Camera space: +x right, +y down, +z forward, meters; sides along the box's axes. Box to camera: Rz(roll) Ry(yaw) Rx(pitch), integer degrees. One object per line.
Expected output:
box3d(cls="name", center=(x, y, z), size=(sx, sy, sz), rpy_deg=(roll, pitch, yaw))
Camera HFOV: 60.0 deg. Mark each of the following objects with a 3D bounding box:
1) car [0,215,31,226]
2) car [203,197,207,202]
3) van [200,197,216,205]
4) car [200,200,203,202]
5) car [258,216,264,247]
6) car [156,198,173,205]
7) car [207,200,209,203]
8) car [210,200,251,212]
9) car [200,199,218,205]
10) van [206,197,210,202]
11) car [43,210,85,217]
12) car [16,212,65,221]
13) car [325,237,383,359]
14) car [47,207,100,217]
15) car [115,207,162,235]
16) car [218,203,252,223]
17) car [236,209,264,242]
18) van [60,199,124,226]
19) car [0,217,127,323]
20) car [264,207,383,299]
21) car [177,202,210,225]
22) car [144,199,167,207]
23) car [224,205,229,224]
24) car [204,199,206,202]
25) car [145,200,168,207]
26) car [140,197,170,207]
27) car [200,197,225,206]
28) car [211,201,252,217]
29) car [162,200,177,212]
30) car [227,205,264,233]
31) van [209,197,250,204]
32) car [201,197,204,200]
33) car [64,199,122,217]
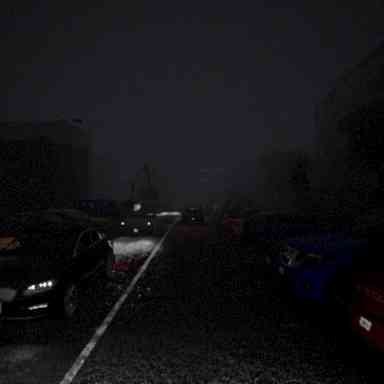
box3d(cls="car", center=(-7.868, 1.570, 9.594), size=(5.366, 1.575, 1.946), rpy_deg=(0, -1, 0))
box3d(cls="car", center=(4.604, 2.082, 54.431), size=(4.553, 1.767, 2.185), rpy_deg=(0, -1, 0))
box3d(cls="van", center=(4.508, 2.530, 93.537), size=(4.442, 1.987, 1.878), rpy_deg=(0, 0, 0))
box3d(cls="car", center=(0.060, 2.127, 43.974), size=(2.033, 1.411, 5.357), rpy_deg=(0, -1, 0))
box3d(cls="car", center=(4.618, 1.604, 9.735), size=(4.792, 1.488, 2.163), rpy_deg=(0, -1, 0))
box3d(cls="car", center=(-7.675, 2.626, 93.097), size=(4.553, 1.767, 2.185), rpy_deg=(0, -1, 0))
box3d(cls="car", center=(4.633, 2.011, 40.588), size=(5.008, 1.535, 2.097), rpy_deg=(0, -1, 0))
box3d(cls="car", center=(4.646, 1.931, 34.876), size=(4.892, 1.521, 2.231), rpy_deg=(0, -1, 0))
box3d(cls="car", center=(4.631, 2.723, 90.741), size=(4.892, 1.521, 2.231), rpy_deg=(0, -1, 0))
box3d(cls="van", center=(4.753, 1.902, 48.846), size=(4.442, 1.987, 1.878), rpy_deg=(0, -1, 0))
box3d(cls="car", center=(-7.681, 1.692, 15.174), size=(4.674, 1.452, 2.002), rpy_deg=(0, -1, 0))
box3d(cls="car", center=(-7.655, 1.642, 12.385), size=(4.792, 1.488, 2.163), rpy_deg=(0, -1, 0))
box3d(cls="car", center=(4.648, 1.500, 4.208), size=(5.008, 1.535, 2.097), rpy_deg=(0, -1, 0))
box3d(cls="car", center=(-7.683, 1.730, 17.840), size=(4.674, 1.452, 2.002), rpy_deg=(0, -1, 0))
box3d(cls="car", center=(-3.080, 1.847, 20.453), size=(1.895, 1.301, 4.718), rpy_deg=(0, -1, 0))
box3d(cls="car", center=(4.828, 1.769, 23.703), size=(5.366, 1.575, 1.946), rpy_deg=(0, -1, 0))
box3d(cls="car", center=(4.675, 1.683, 15.322), size=(4.792, 1.488, 2.163), rpy_deg=(0, -1, 0))
box3d(cls="van", center=(-7.804, 1.583, 26.216), size=(4.442, 1.987, 1.878), rpy_deg=(0, -1, 0))
box3d(cls="car", center=(-3.098, 1.556, 7.562), size=(2.128, 1.511, 4.902), rpy_deg=(0, -1, 0))
box3d(cls="car", center=(4.619, 1.283, 6.946), size=(5.566, 2.045, 2.435), rpy_deg=(0, -1, 0))
box3d(cls="car", center=(0.092, 1.837, 27.422), size=(2.128, 1.511, 4.902), rpy_deg=(0, -1, 0))
box3d(cls="car", center=(-7.668, 2.296, 69.464), size=(4.553, 1.767, 2.185), rpy_deg=(0, -1, 0))
box3d(cls="car", center=(4.672, 1.762, 20.910), size=(4.792, 1.488, 2.163), rpy_deg=(0, -1, 0))
box3d(cls="car", center=(4.664, 2.197, 51.638), size=(4.792, 1.488, 2.163), rpy_deg=(0, -1, 0))
box3d(cls="car", center=(-7.697, 2.503, 72.400), size=(4.674, 1.452, 2.002), rpy_deg=(0, -1, 0))
box3d(cls="car", center=(-7.727, 2.130, 66.653), size=(5.566, 2.045, 2.435), rpy_deg=(0, -1, 0))
box3d(cls="car", center=(4.600, 2.273, 76.780), size=(5.566, 2.045, 2.435), rpy_deg=(0, -1, 0))
box3d(cls="car", center=(4.635, 1.892, 32.082), size=(4.892, 1.521, 2.231), rpy_deg=(0, -1, 0))
box3d(cls="car", center=(-3.034, 2.264, 49.866), size=(1.895, 1.301, 4.718), rpy_deg=(0, -1, 0))
box3d(cls="car", center=(4.830, 1.690, 18.116), size=(5.366, 1.575, 1.946), rpy_deg=(0, -1, 0))
box3d(cls="van", center=(4.523, 1.744, 37.673), size=(4.442, 1.987, 1.878), rpy_deg=(0, -1, 0))
box3d(cls="car", center=(4.662, 1.996, 57.228), size=(5.566, 2.045, 2.435), rpy_deg=(0, -1, 0))
box3d(cls="car", center=(-7.715, 1.518, 23.426), size=(5.566, 2.045, 2.435), rpy_deg=(0, -1, 0))
